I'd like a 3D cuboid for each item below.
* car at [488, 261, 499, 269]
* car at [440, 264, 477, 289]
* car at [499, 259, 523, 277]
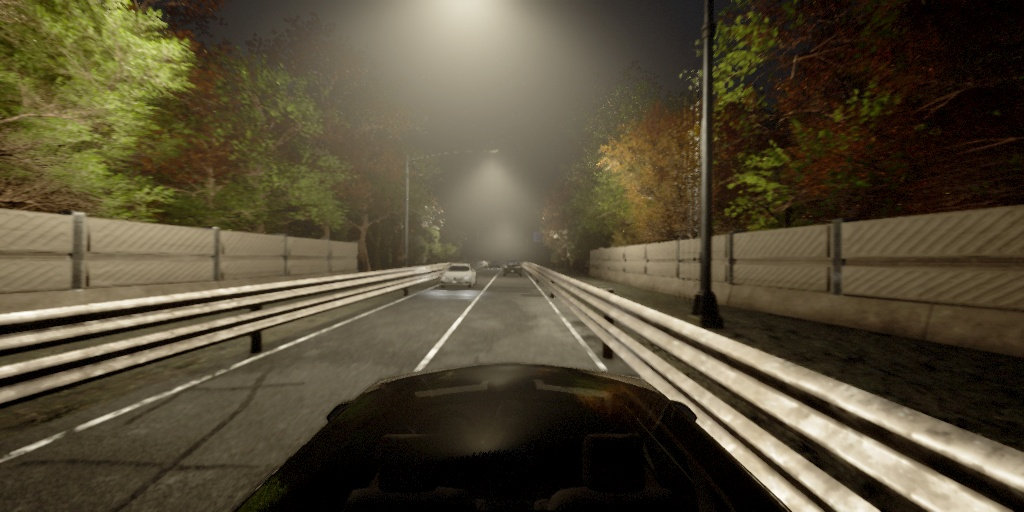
[{"bbox_3d":[-3.150,1.573,65.318,1.812,1.442,4.674,1,-1,1],"label":"car"},{"bbox_3d":[-3.297,1.213,22.876,1.812,1.442,4.674,1,0,0],"label":"car"},{"bbox_3d":[0.063,1.251,36.419,2.128,1.511,4.902,1,0,0],"label":"car"}]
